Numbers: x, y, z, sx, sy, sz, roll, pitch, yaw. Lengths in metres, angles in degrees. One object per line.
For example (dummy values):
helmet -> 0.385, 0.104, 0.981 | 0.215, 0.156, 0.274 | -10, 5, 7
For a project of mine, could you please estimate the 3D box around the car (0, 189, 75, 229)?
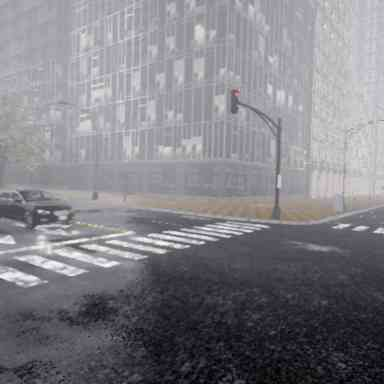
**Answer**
car -> -7.162, 0.640, 14.721 | 4.902, 1.511, 2.128 | 4, 3, 35
